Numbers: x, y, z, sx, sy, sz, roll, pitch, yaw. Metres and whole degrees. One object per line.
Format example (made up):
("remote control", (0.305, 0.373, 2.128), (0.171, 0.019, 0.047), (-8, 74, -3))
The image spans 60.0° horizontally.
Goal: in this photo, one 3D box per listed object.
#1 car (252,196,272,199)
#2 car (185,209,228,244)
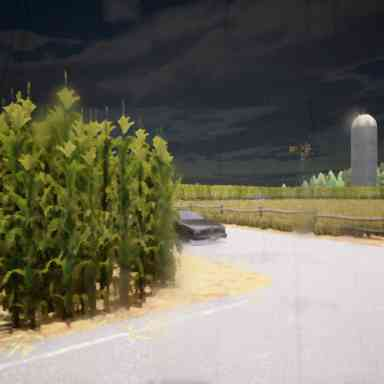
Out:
("car", (15.043, 1.485, 70.938), (5.008, 1.535, 1.882), (0, 0, -35))
("car", (-0.633, 1.550, 16.114), (2.033, 1.411, 5.357), (0, 0, -35))
